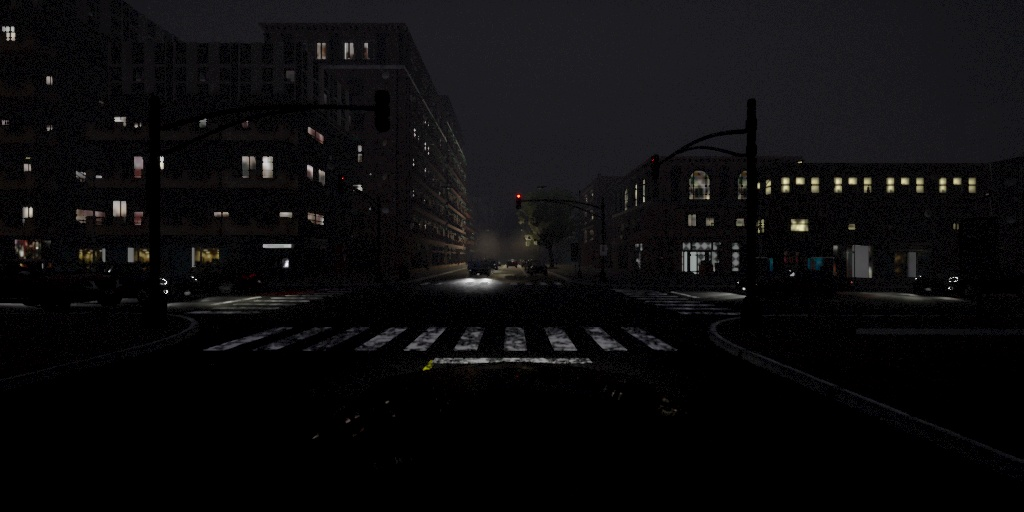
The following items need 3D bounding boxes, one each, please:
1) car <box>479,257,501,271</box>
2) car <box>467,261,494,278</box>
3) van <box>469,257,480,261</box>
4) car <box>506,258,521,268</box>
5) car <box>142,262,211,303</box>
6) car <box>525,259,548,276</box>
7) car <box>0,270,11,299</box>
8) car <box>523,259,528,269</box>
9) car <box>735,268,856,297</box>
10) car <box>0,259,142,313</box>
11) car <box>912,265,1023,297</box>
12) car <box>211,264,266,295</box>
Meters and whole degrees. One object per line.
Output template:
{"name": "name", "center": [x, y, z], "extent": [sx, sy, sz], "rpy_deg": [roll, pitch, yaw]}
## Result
{"name": "car", "center": [-3.090, 1.154, 51.216], "extent": [2.097, 1.767, 4.553], "rpy_deg": [0, 0, 0]}
{"name": "car", "center": [-3.099, 1.377, 34.895], "extent": [1.895, 1.301, 4.718], "rpy_deg": [0, 0, 0]}
{"name": "van", "center": [-5.688, 1.149, 53.933], "extent": [1.690, 1.789, 3.998], "rpy_deg": [0, 0, 0]}
{"name": "car", "center": [0.003, 1.319, 63.198], "extent": [2.128, 1.511, 4.902], "rpy_deg": [0, 0, 0]}
{"name": "car", "center": [-16.526, 1.053, 15.739], "extent": [4.553, 1.767, 2.097], "rpy_deg": [0, 0, -1]}
{"name": "car", "center": [2.692, 1.330, 36.841], "extent": [2.007, 1.370, 4.403], "rpy_deg": [0, 0, 0]}
{"name": "car", "center": [-25.582, 1.274, 15.653], "extent": [4.718, 1.301, 1.895], "rpy_deg": [0, 0, 0]}
{"name": "car", "center": [2.693, 1.228, 42.538], "extent": [1.967, 1.591, 4.097], "rpy_deg": [0, 0, 0]}
{"name": "car", "center": [15.025, 1.372, 19.140], "extent": [5.357, 1.411, 2.033], "rpy_deg": [0, 0, 0]}
{"name": "car", "center": [-17.276, 1.013, 13.123], "extent": [5.009, 1.841, 2.192], "rpy_deg": [0, 0, 0]}
{"name": "car", "center": [24.524, 1.219, 19.206], "extent": [4.553, 1.767, 2.097], "rpy_deg": [0, 0, 0]}
{"name": "car", "center": [-15.810, 1.180, 18.888], "extent": [5.008, 1.535, 1.882], "rpy_deg": [0, 0, -1]}
